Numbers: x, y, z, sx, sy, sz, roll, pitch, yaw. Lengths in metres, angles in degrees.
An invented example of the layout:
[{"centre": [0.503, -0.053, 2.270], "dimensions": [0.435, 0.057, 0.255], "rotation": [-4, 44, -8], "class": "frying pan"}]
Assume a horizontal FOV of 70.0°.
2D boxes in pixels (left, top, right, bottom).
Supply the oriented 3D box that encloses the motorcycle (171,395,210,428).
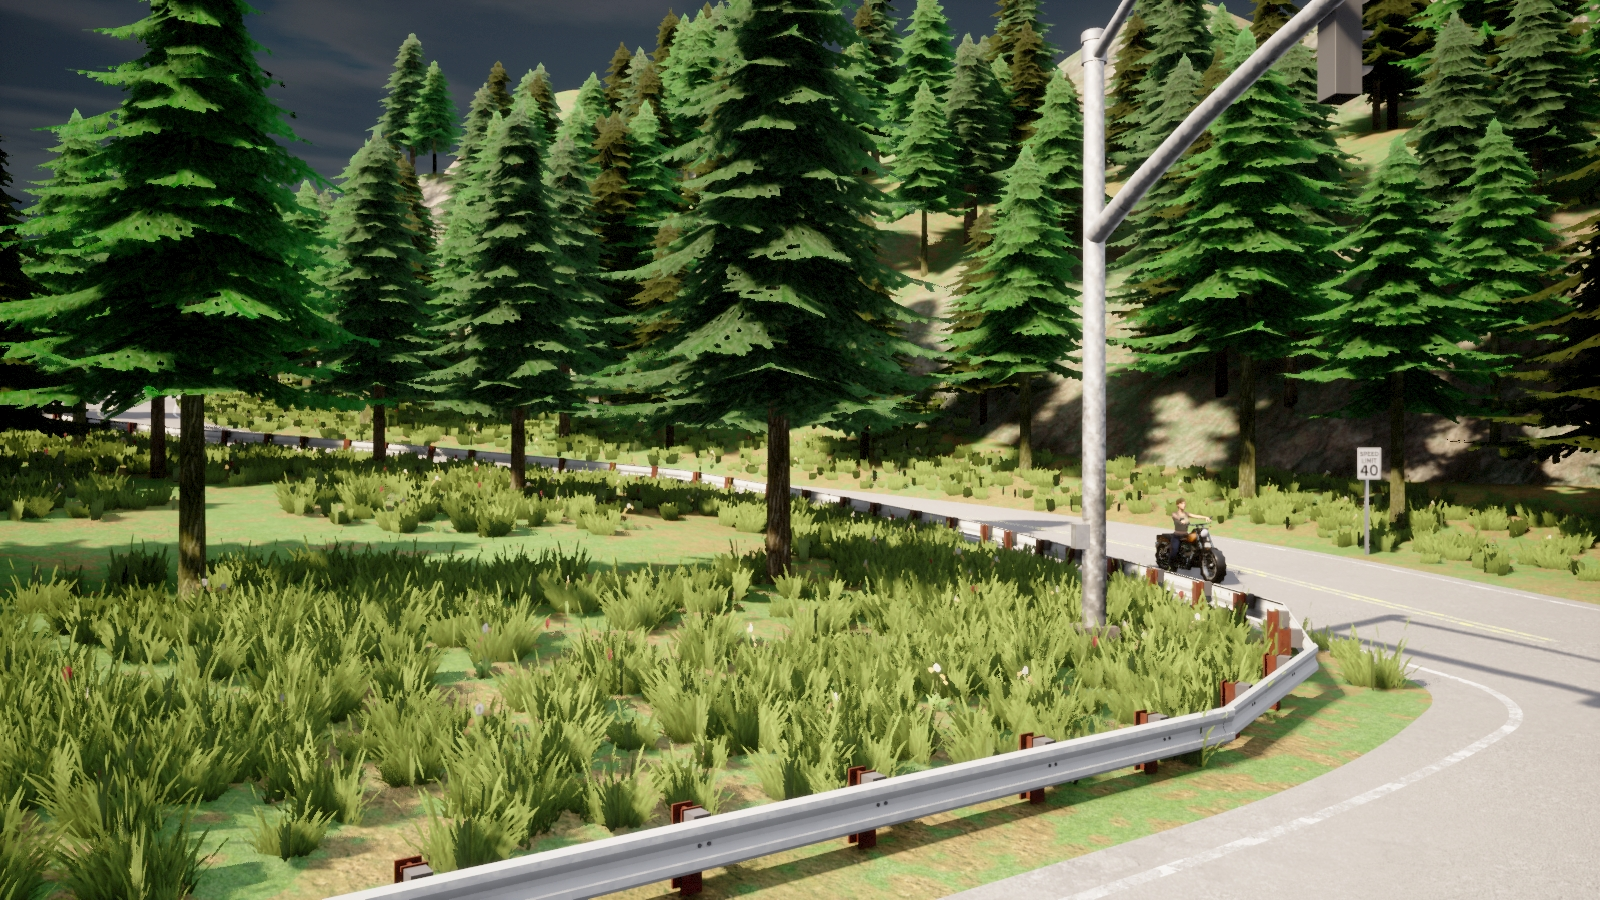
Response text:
[{"centre": [-27.315, -1.725, 51.168], "dimensions": [1.805, 1.316, 0.856], "rotation": [7, 2, 41], "class": "motorcycle"}]
